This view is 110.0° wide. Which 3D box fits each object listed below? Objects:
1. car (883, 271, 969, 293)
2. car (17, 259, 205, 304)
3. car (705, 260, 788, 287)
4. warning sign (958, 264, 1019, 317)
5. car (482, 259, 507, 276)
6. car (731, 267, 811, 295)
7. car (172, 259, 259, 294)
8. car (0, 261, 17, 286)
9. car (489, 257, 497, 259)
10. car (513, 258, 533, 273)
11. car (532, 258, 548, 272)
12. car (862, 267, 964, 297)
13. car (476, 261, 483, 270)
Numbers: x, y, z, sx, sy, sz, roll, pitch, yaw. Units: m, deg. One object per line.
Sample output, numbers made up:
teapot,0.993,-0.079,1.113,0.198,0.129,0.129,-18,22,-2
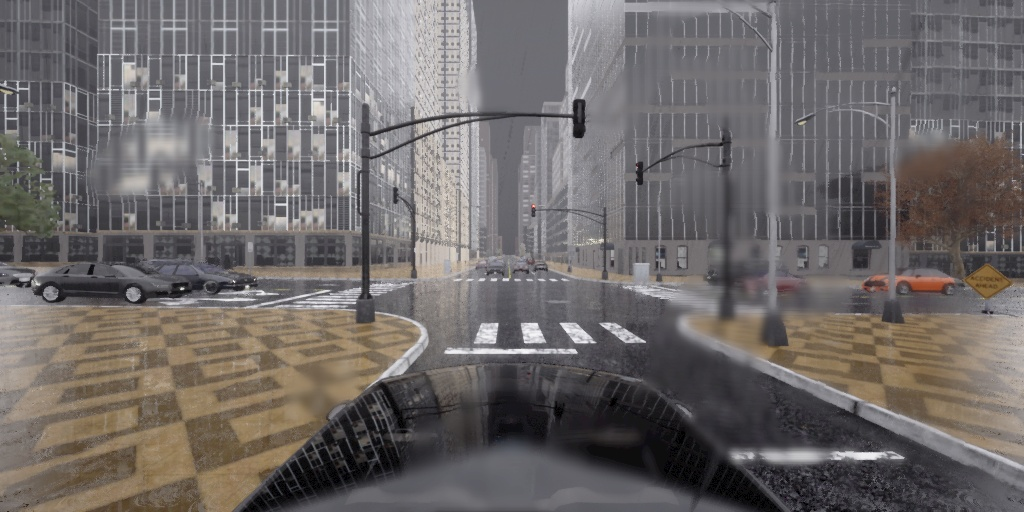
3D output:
car,30.371,1.886,26.389,4.181,1.385,1.994,1,0,-3
car,-15.428,0.998,14.030,4.892,1.490,1.837,1,0,-3
car,16.899,1.303,25.686,5.566,2.045,2.150,1,0,-3
warning sign,17.212,1.204,12.986,1.060,1.860,1.300,0,0,-3
car,-1.715,1.314,38.497,2.033,1.411,5.357,0,0,-1
car,16.087,1.631,22.389,4.181,1.385,1.994,1,0,-3
car,-15.441,1.040,17.319,5.357,1.411,2.033,1,0,0
car,-25.375,0.802,16.768,4.902,1.511,2.128,1,0,-3
car,-1.812,1.267,48.285,1.837,1.490,4.892,0,0,-1
car,1.082,1.312,43.361,2.033,1.411,5.357,0,0,1
car,3.663,1.329,46.708,1.948,1.339,4.313,0,0,-1
car,25.208,1.583,22.865,4.553,1.767,2.097,1,0,-3
car,-4.322,1.342,52.153,1.802,1.307,4.207,0,0,-1
